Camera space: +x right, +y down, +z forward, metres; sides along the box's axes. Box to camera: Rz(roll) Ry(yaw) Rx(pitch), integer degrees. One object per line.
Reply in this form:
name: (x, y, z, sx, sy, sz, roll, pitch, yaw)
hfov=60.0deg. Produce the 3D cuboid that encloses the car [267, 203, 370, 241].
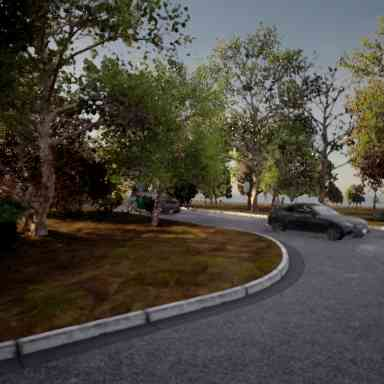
car: (5.528, 1.254, 15.138, 1.812, 1.442, 4.674, 1, 0, -36)

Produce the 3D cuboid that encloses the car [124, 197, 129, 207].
car: (-4.968, 0.781, 34.216, 4.553, 1.767, 2.097, 1, 0, 43)

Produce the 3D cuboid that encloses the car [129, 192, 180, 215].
car: (-2.875, 0.849, 26.697, 2.097, 1.767, 4.553, 1, 0, -37)

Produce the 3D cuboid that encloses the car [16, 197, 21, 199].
car: (-19.651, 0.643, 32.837, 5.008, 1.535, 1.882, 1, -1, -29)
